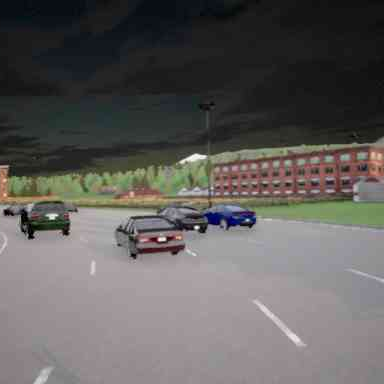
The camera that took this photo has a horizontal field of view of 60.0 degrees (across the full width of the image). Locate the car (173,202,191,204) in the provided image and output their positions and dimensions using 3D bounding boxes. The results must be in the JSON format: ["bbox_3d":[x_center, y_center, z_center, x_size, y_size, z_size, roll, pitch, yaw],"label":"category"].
[{"bbox_3d":[-1.313,1.699,33.472,2.033,1.411,5.357,-1,0,-42],"label":"car"}]

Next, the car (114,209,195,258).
[{"bbox_3d":[-1.898,1.645,13.362,2.033,1.411,5.357,-1,0,-21],"label":"car"}]

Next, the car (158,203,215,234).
[{"bbox_3d":[-0.791,1.593,19.153,1.837,1.490,4.892,1,-1,-25],"label":"car"}]

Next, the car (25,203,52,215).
[{"bbox_3d":[-20.958,2.265,45.227,2.033,1.411,5.357,-1,0,-40],"label":"car"}]

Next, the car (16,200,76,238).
[{"bbox_3d":[-8.987,1.533,20.147,2.150,2.045,5.566,0,-1,-33],"label":"car"}]

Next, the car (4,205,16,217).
[{"bbox_3d":[-21.318,2.257,40.320,2.033,1.411,5.357,-1,0,-40],"label":"car"}]

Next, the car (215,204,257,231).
[{"bbox_3d":[2.081,1.496,21.216,1.882,1.535,5.008,0,-1,-26],"label":"car"}]
